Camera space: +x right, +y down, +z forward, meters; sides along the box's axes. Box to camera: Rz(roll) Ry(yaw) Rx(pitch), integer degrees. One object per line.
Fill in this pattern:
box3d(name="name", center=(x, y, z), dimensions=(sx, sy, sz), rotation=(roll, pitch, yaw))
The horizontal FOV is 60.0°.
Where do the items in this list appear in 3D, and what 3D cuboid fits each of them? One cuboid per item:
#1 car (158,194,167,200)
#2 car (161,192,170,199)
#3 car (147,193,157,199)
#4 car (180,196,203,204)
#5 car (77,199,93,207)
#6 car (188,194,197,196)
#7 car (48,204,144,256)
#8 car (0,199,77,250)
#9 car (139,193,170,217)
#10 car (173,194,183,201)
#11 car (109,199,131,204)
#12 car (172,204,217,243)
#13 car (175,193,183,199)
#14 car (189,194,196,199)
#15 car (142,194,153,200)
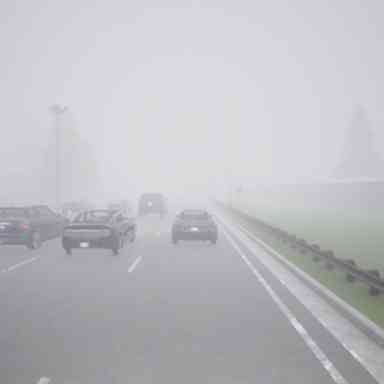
box3d(name="car", center=(-6.934, 1.191, 79.096), dimensions=(1.812, 1.442, 4.674), rotation=(0, 0, 0))
box3d(name="car", center=(-6.926, 0.921, 88.239), dimensions=(2.097, 1.767, 4.553), rotation=(0, 0, 0))
box3d(name="car", center=(-10.427, 1.070, 87.440), dimensions=(2.128, 1.511, 4.902), rotation=(0, 0, 0))
box3d(name="car", center=(0.111, 1.401, 31.500), dimensions=(1.812, 1.442, 4.674), rotation=(0, 0, 0))
box3d(name="car", center=(-10.381, 1.385, 30.613), dimensions=(1.837, 1.490, 4.892), rotation=(0, 0, 0))
box3d(name="car", center=(0.065, 1.141, 77.840), dimensions=(1.882, 1.535, 5.008), rotation=(0, 0, 0))
box3d(name="car", center=(-3.396, 1.440, 12.929), dimensions=(2.128, 1.511, 4.902), rotation=(0, 0, 0))
box3d(name="car", center=(-6.893, 1.296, 14.195), dimensions=(2.097, 1.767, 4.553), rotation=(0, 0, 0))
box3d(name="car", center=(-3.381, 1.105, 29.527), dimensions=(2.150, 2.045, 5.566), rotation=(0, 0, 0))
box3d(name="car", center=(-3.436, 1.224, 77.010), dimensions=(2.033, 1.411, 5.357), rotation=(0, 0, 0))
box3d(name="car", center=(-6.889, 1.401, 31.539), dimensions=(1.812, 1.442, 4.674), rotation=(0, 0, 0))
box3d(name="car", center=(0.110, 1.501, 15.735), dimensions=(1.994, 1.385, 4.181), rotation=(0, 0, 0))
box3d(name="car", center=(-3.427, 1.096, 87.434), dimensions=(1.994, 1.385, 4.181), rotation=(0, 0, 0))
box3d(name="car", center=(0.073, 1.139, 87.461), dimensions=(1.895, 1.301, 4.718), rotation=(0, 0, 0))
box3d(name="car", center=(-10.435, 1.142, 77.849), dimensions=(1.882, 1.535, 5.008), rotation=(0, 0, 0))
